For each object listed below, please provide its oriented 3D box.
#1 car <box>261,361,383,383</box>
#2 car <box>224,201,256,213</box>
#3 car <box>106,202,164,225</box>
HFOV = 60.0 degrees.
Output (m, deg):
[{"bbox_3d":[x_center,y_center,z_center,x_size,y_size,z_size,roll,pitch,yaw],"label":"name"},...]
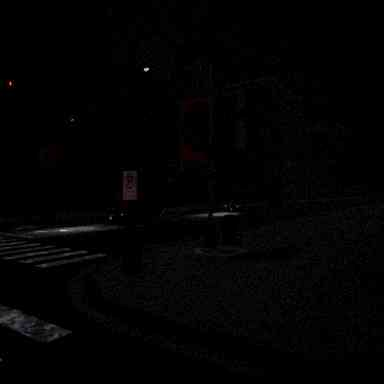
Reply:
[{"bbox_3d":[2.176,1.551,1.294,4.403,1.369,2.008,0,0,36],"label":"car"},{"bbox_3d":[5.591,1.658,38.484,1.895,1.301,4.718,0,0,35],"label":"car"},{"bbox_3d":[-4.143,1.515,24.712,2.128,1.511,4.902,0,0,35],"label":"car"}]
